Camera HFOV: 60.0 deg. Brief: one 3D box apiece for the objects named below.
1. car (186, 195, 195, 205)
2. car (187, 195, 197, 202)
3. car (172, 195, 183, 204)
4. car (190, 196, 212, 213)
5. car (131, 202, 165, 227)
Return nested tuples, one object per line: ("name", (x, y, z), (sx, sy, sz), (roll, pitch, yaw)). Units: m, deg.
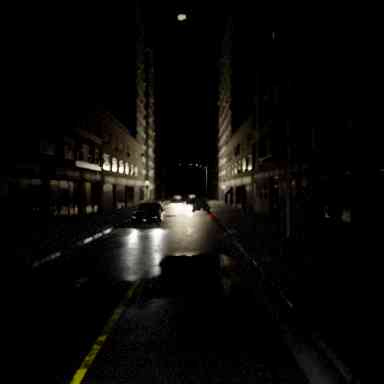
("car", (-0.001, 1.481, 54.514), (1.994, 1.385, 4.181), (0, 0, 0))
("car", (-0.002, 1.364, 70.988), (2.128, 1.511, 4.902), (0, 0, 0))
("car", (-2.777, 1.409, 62.716), (2.128, 1.511, 4.902), (0, 0, 1))
("car", (0.962, 1.463, 35.152), (1.812, 1.442, 4.674), (0, 0, 0))
("car", (-2.850, 1.461, 22.422), (1.837, 1.490, 4.892), (0, 0, 0))
